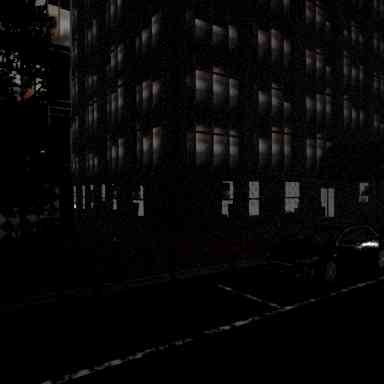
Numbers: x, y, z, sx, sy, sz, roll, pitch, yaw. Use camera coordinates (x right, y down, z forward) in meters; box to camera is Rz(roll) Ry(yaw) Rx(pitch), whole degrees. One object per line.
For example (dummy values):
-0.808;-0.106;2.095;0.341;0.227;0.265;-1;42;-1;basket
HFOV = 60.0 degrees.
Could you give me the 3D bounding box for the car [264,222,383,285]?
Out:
3.926;1.549;9.396;4.403;1.369;2.008;0;-1;-36;car
